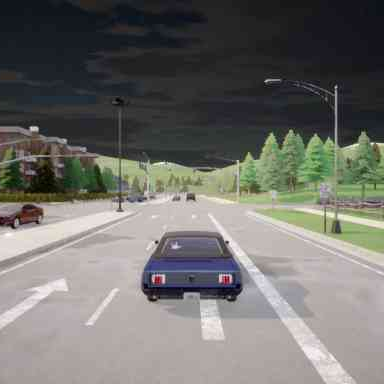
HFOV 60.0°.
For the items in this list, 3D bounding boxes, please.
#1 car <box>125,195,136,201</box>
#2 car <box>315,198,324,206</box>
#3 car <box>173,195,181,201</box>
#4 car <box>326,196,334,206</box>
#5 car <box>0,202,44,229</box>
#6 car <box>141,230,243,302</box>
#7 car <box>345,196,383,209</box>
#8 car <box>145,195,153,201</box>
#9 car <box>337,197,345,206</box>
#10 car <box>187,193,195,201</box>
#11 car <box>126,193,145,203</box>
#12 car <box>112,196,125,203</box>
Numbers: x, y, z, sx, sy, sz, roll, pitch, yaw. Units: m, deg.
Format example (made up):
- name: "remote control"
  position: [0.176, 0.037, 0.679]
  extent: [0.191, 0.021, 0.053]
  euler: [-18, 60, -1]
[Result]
- name: "car"
  position: [-15.279, 1.478, 83.336]
  extent: [1.882, 1.535, 5.008]
  euler: [0, 0, -1]
- name: "car"
  position: [23.020, 1.491, 55.449]
  extent: [4.902, 1.511, 2.128]
  euler: [0, 0, 0]
- name: "car"
  position: [-3.781, 1.525, 83.530]
  extent: [2.128, 1.511, 4.902]
  euler: [0, 0, -1]
- name: "car"
  position: [24.139, 1.491, 51.960]
  extent: [4.902, 1.511, 2.128]
  euler: [0, 0, 0]
- name: "car"
  position: [-11.553, 1.478, 21.800]
  extent: [1.882, 1.535, 5.008]
  euler: [0, 0, 0]
- name: "car"
  position: [0.001, 1.601, 8.240]
  extent: [1.895, 1.301, 4.718]
  euler: [0, 0, 0]
- name: "car"
  position: [23.847, 1.352, 44.960]
  extent: [4.553, 1.767, 2.097]
  euler: [0, 0, 0]
- name: "car"
  position: [-11.788, 1.478, 83.939]
  extent: [1.882, 1.535, 5.008]
  euler: [0, 0, -1]
- name: "car"
  position: [23.931, 1.601, 48.460]
  extent: [4.718, 1.301, 1.895]
  euler: [0, 0, 0]
- name: "car"
  position: [-0.281, 1.225, 83.563]
  extent: [2.150, 2.045, 5.566]
  euler: [0, 0, -1]
- name: "car"
  position: [-11.553, 1.224, 68.375]
  extent: [2.150, 2.045, 5.566]
  euler: [0, 0, -1]
- name: "car"
  position: [-15.053, 1.524, 68.318]
  extent: [1.812, 1.442, 4.674]
  euler: [0, 0, -1]
